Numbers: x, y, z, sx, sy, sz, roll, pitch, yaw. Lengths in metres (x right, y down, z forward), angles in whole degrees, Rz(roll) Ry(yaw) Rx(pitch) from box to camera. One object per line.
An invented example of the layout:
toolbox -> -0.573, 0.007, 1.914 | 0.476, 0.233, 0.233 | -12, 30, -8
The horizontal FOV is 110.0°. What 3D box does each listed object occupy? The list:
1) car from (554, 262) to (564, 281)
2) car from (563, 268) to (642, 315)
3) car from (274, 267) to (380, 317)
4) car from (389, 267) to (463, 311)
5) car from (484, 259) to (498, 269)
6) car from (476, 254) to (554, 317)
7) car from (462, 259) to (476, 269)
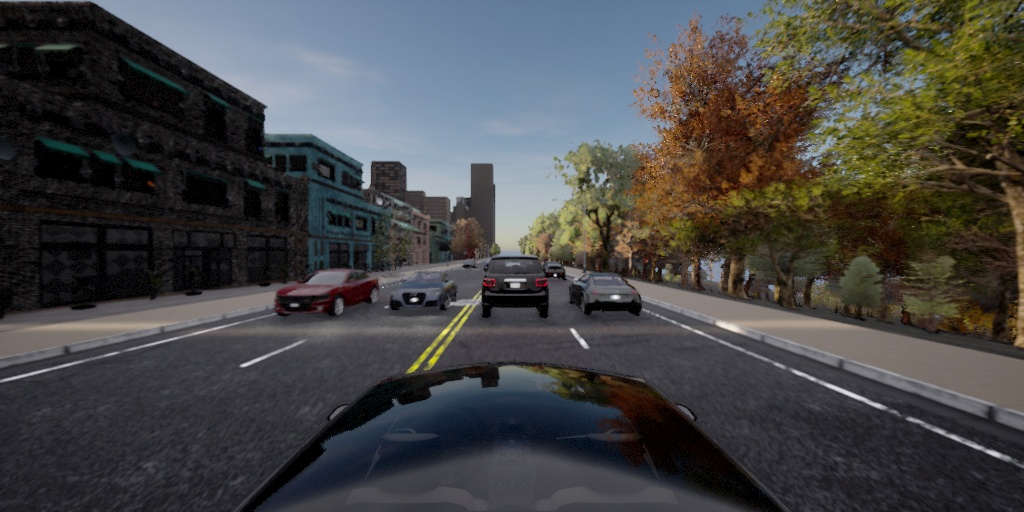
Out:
car -> 3.348, 1.232, 30.146 | 1.837, 1.490, 4.892 | 0, 0, 0
car -> 3.350, 1.304, 13.605 | 1.994, 1.385, 4.181 | 0, 0, 0
car -> -6.601, 1.218, 13.371 | 1.882, 1.535, 5.008 | 0, 0, 0
car -> -3.352, 1.304, 14.266 | 1.994, 1.385, 4.181 | 0, 0, 0
car -> -3.316, 1.182, 56.515 | 1.882, 1.535, 5.008 | 0, 0, 0
car -> 0.099, 0.962, 13.308 | 2.150, 2.045, 5.566 | 0, 0, 0
car -> -6.561, 1.209, 55.769 | 1.837, 1.490, 4.892 | 0, 0, 0
